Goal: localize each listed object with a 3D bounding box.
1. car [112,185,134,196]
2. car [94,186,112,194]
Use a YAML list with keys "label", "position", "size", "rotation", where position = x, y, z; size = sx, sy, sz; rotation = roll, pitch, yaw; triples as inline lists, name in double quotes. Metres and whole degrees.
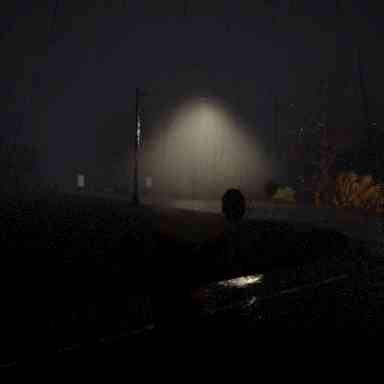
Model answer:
- label: "car"
  position: [-10.390, -0.303, 52.705]
  size: [2.097, 1.767, 4.553]
  rotation: [0, 2, -36]
- label: "car"
  position: [-16.241, -0.431, 60.862]
  size: [2.033, 1.411, 5.357]
  rotation: [0, 2, -36]
